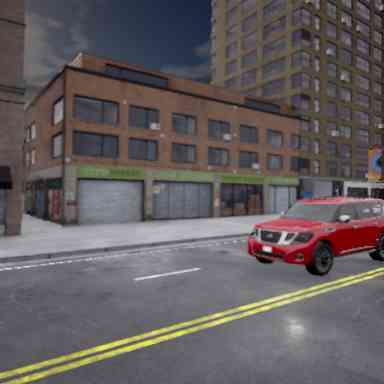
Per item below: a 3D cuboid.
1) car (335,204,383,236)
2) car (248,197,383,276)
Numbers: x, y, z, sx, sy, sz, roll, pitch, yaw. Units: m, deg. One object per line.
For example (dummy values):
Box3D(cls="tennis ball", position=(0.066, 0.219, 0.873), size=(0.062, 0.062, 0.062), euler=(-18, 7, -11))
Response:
Box3D(cls="car", position=(10.362, 1.503, 18.982), size=(4.674, 1.442, 1.812), euler=(0, 0, -35))
Box3D(cls="car", position=(4.336, 1.212, 10.700), size=(5.566, 2.045, 2.150), euler=(0, 0, -35))
